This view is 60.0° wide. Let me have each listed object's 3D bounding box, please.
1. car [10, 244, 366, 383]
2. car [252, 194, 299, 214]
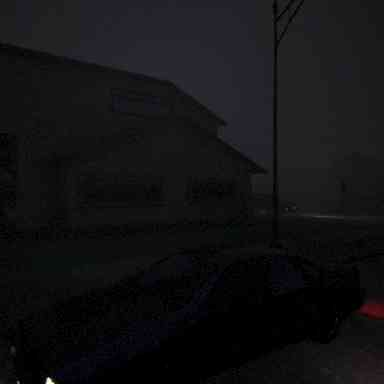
[{"bbox_3d":[0.433,1.547,4.893,5.357,1.411,2.033,0,0,-35],"label":"car"},{"bbox_3d":[8.516,1.222,35.051,2.150,2.045,5.566,0,0,-35],"label":"car"}]
